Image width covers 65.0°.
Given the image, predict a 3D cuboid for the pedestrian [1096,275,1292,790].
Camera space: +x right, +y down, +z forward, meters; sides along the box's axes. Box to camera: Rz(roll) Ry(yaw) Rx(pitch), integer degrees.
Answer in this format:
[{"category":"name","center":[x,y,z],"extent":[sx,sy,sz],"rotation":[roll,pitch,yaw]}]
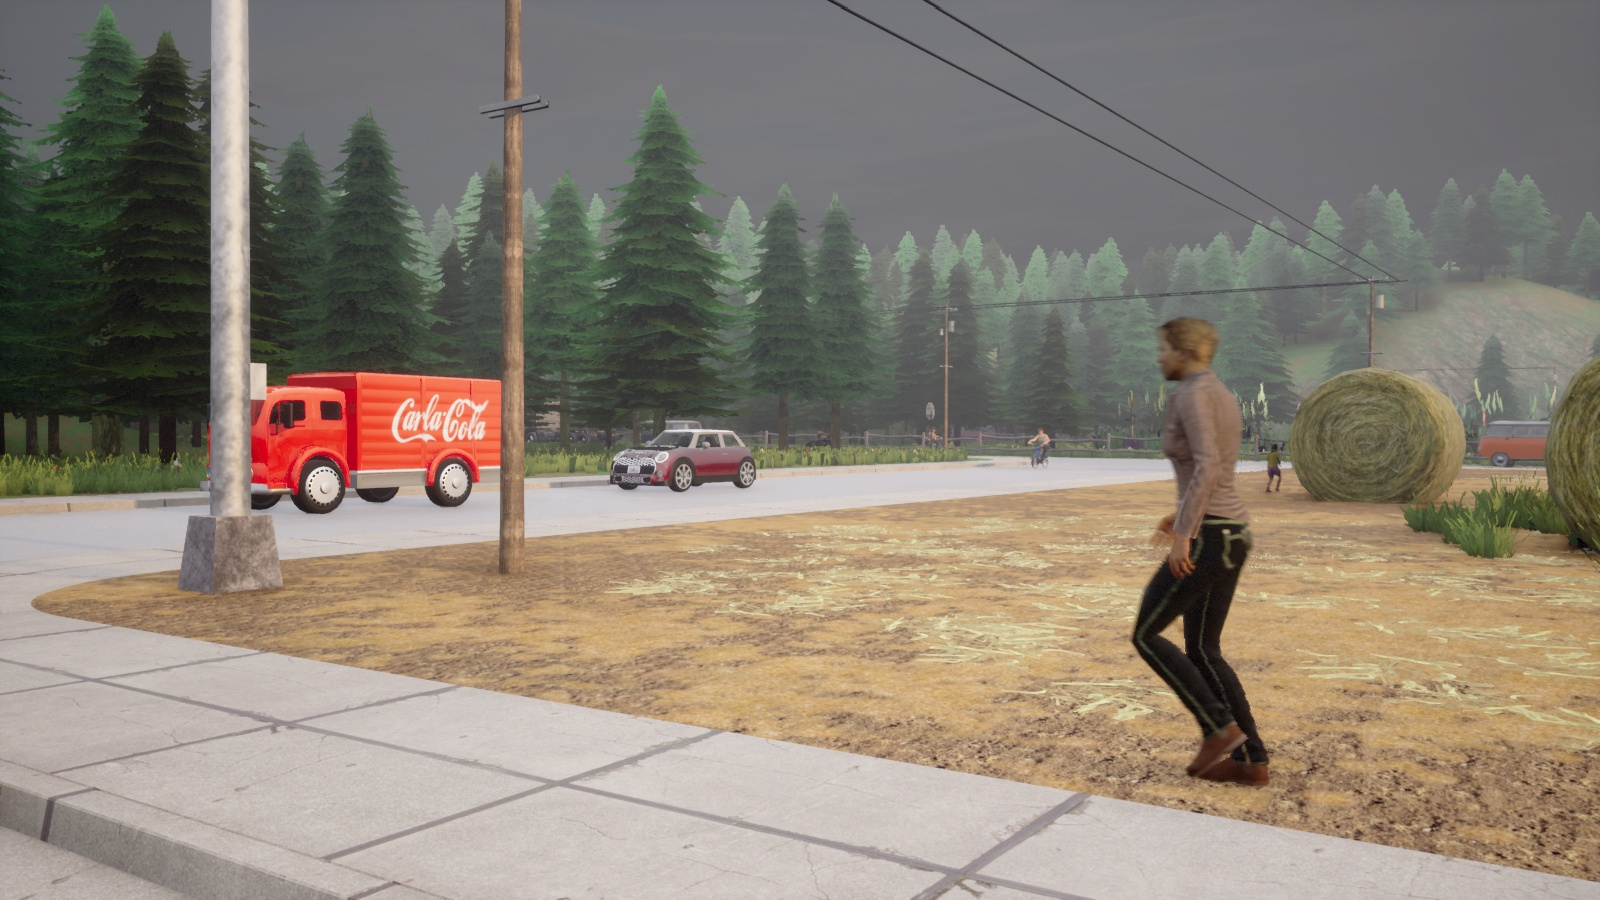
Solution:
[{"category":"pedestrian","center":[1.508,0.295,4.813],"extent":[0.634,1.846,0.331],"rotation":[0,1,35]}]

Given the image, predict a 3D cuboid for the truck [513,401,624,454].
[{"category":"truck","center":[-16.092,-1.525,87.022],"extent":[7.936,3.462,2.891],"rotation":[0,1,36]}]

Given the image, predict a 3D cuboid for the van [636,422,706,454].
[{"category":"van","center":[-8.397,-0.790,81.489],"extent":[4.442,1.987,1.775],"rotation":[0,1,36]}]

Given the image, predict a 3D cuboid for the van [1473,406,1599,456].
[{"category":"van","center":[30.607,-0.775,52.149],"extent":[4.442,1.987,1.775],"rotation":[0,1,37]}]

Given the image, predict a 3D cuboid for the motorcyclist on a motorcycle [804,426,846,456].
[{"category":"motorcyclist on a motorcycle","center":[1.383,-0.527,70.087],"extent":[2.350,1.649,0.766],"rotation":[0,1,37]}]

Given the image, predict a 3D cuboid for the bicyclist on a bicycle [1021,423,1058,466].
[{"category":"bicyclist on a bicycle","center":[9.219,-0.234,48.360],"extent":[0.866,1.612,1.509],"rotation":[0,1,34]}]

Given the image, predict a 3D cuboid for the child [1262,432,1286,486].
[{"category":"child","center":[10.273,0.190,27.214],"extent":[0.473,1.160,0.299],"rotation":[-1,1,-39]}]

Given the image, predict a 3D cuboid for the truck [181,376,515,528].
[{"category":"truck","center":[-8.143,-0.019,23.156],"extent":[2.627,2.467,5.204],"rotation":[0,1,35]}]

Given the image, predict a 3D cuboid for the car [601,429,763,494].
[{"category":"car","center":[-2.830,0.238,30.845],"extent":[1.970,1.475,3.806],"rotation":[0,1,35]}]
